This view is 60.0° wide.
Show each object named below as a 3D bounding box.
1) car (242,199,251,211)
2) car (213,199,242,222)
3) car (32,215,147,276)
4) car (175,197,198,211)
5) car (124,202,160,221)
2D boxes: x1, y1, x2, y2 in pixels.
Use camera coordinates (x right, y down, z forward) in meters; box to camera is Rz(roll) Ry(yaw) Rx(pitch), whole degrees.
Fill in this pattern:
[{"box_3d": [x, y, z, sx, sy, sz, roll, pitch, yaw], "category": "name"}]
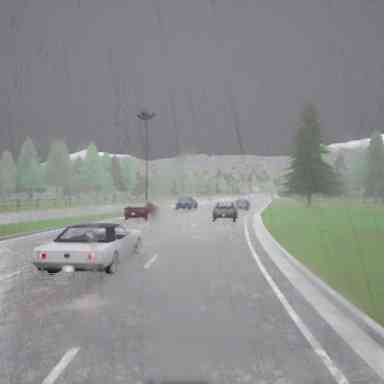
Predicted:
[{"box_3d": [6.475, 1.649, 42.987, 2.033, 1.411, 5.357, 0, 0, 15], "category": "car"}, {"box_3d": [2.801, 1.557, 27.342, 2.128, 1.511, 4.902, 0, 0, 10], "category": "car"}, {"box_3d": [-2.919, 1.628, 10.498, 1.895, 1.301, 4.718, 0, 0, 4], "category": "car"}, {"box_3d": [-0.611, 1.459, 43.448, 2.097, 1.767, 4.553, 0, 0, 14], "category": "car"}, {"box_3d": [-4.148, 1.549, 28.267, 1.882, 1.535, 5.008, 0, 0, 10], "category": "car"}]
